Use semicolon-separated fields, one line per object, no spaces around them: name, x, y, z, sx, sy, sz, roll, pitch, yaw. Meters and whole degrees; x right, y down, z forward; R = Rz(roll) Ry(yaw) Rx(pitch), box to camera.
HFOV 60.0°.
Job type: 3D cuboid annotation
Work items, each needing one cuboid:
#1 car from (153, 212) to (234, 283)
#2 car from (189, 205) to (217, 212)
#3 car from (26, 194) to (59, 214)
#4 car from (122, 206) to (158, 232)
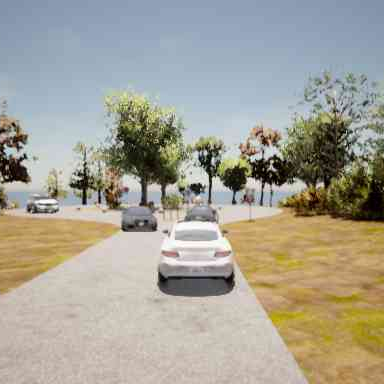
car;0.103;1.533;9.560;1.812;1.442;4.674;0;0;0
car;0.715;1.581;22.590;1.994;1.385;4.181;0;0;9
car;-16.462;1.249;36.368;2.150;2.045;5.566;-1;1;-39
car;-3.237;1.579;20.287;1.994;1.385;4.181;0;0;-14
